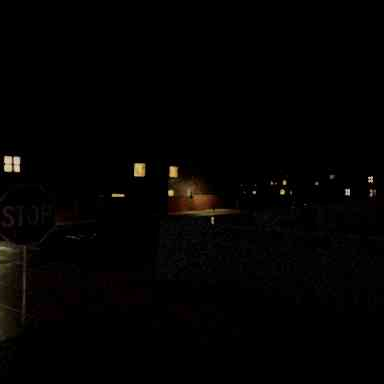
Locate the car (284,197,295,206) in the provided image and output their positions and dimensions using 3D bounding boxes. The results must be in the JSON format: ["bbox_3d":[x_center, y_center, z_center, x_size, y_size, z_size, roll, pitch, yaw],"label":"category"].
[{"bbox_3d":[16.782,1.526,55.292,1.812,1.442,4.674,1,0,2],"label":"car"}]

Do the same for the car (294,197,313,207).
[{"bbox_3d":[15.350,1.602,45.374,1.994,1.385,4.181,1,0,16],"label":"car"}]
